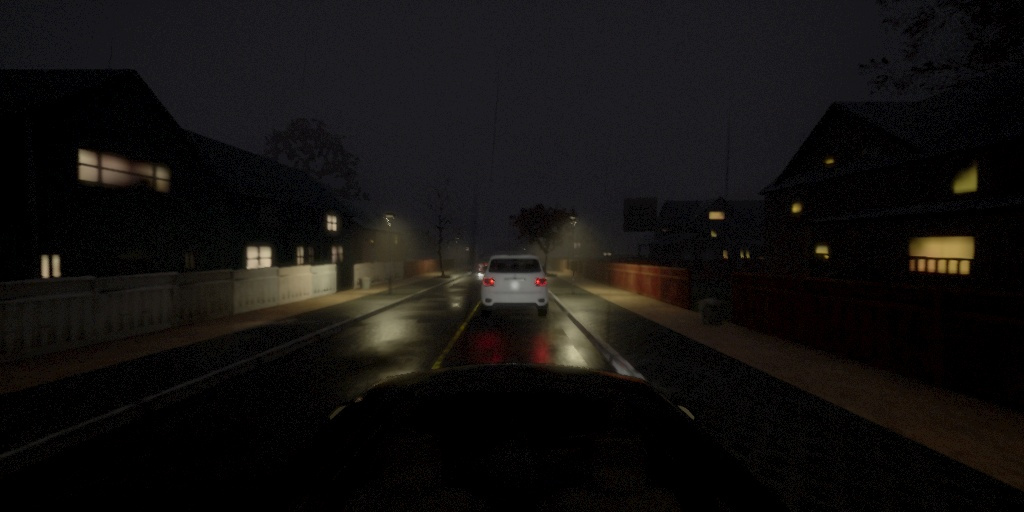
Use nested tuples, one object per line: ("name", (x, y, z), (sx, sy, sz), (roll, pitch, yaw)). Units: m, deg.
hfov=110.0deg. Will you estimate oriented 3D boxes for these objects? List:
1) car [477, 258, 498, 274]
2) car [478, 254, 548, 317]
("car", (-2.852, 1.099, 42.736), (2.097, 1.767, 4.553), (0, 0, 0))
("car", (0.082, 0.965, 13.385), (2.150, 2.045, 5.566), (0, -1, 0))
